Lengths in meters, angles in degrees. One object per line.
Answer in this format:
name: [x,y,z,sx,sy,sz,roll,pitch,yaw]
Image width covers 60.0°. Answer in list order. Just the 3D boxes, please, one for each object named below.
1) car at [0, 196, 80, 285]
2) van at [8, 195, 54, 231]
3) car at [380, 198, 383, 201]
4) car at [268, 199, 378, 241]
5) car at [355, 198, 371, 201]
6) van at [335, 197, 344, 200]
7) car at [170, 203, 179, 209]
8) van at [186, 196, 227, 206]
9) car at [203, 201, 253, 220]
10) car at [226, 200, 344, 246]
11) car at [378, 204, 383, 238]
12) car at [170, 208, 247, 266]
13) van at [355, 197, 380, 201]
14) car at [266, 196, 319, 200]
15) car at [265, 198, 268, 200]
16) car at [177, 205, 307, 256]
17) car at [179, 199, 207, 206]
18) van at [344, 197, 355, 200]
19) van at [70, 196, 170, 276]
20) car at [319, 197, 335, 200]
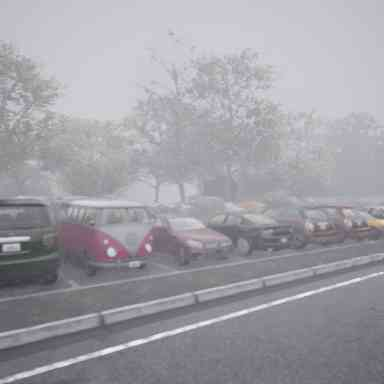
car: [-5.062,1.176,8.660,2.435,2.045,5.566,1,0,-35]
van: [-10.315,1.230,21.083,1.878,1.987,4.442,1,0,-35]
car: [23.591,1.899,45.092,2.163,1.488,4.792,1,0,-35]
car: [6.282,1.437,16.656,2.185,1.767,4.553,1,0,-35]
car: [19.093,1.807,41.863,2.097,1.535,5.008,1,0,-35]
van: [14.651,1.527,38.554,1.878,1.987,4.442,1,0,-35]
car: [-3.474,1.537,25.799,2.097,1.535,5.008,1,0,-35]
van: [0.869,1.364,29.038,1.878,1.987,4.442,1,0,-35]
car: [3.191,1.657,30.550,2.002,1.452,4.674,1,0,-35]
car: [4.020,1.410,15.047,2.185,1.767,4.553,1,0,-35]
car: [8.633,1.587,18.139,1.946,1.575,5.366,1,0,-35]
car: [-0.525,1.522,11.855,2.002,1.452,4.674,1,0,-35]
van: [21.431,1.611,43.387,1.878,1.987,4.442,1,0,-36]
car: [10.086,1.447,35.416,2.435,2.045,5.566,1,0,-35]
car: [5.555,1.645,32.221,2.097,1.535,5.008,1,0,-35]
car: [1.742,1.508,13.458,2.097,1.535,5.008,1,0,-35]
car: [-1.218,1.604,27.407,2.002,1.452,4.674,1,0,-35]
van: [16.773,1.554,40.350,1.878,1.987,4.442,1,0,-35]
van: [-2.716,1.229,10.151,1.878,1.987,4.442,1,0,-35]
car: [12.343,1.474,37.021,2.435,2.045,5.566,1,0,-35]
